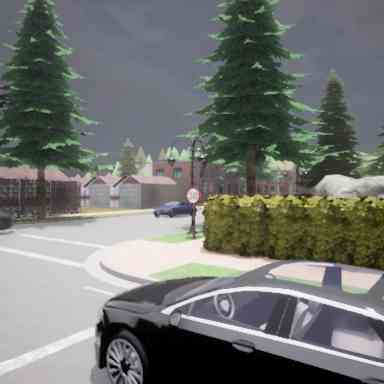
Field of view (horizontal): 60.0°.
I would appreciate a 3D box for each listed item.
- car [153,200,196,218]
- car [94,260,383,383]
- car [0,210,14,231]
[{"bbox_3d":[-1.430,1.472,29.439,1.812,1.442,4.674,0,0,35],"label":"car"},{"bbox_3d":[0.986,1.491,3.377,4.902,1.511,2.128,0,0,38],"label":"car"},{"bbox_3d":[-11.733,1.473,16.702,4.892,1.490,1.837,0,2,-34],"label":"car"}]
